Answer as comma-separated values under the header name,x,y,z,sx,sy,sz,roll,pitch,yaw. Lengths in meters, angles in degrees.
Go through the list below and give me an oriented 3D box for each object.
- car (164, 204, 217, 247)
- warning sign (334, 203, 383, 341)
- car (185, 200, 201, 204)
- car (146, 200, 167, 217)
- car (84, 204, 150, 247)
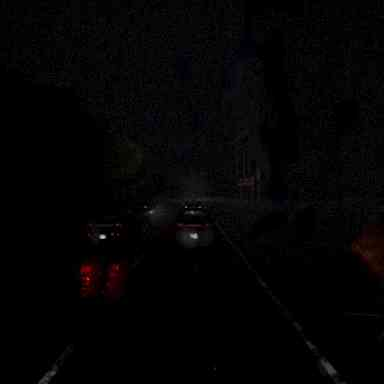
name,x,y,z,sx,sy,sz,roll,pitch,yaw
car,0.092,1.499,15.133,2.128,1.511,4.902,0,0,0
warning sign,3.048,1.119,5.089,1.300,1.860,1.060,0,0,0
car,0.091,1.506,30.755,2.128,1.511,4.902,0,0,0
car,-3.409,1.506,30.769,2.128,1.511,4.902,0,0,0
car,-3.408,1.499,15.141,2.128,1.511,4.902,0,0,0
